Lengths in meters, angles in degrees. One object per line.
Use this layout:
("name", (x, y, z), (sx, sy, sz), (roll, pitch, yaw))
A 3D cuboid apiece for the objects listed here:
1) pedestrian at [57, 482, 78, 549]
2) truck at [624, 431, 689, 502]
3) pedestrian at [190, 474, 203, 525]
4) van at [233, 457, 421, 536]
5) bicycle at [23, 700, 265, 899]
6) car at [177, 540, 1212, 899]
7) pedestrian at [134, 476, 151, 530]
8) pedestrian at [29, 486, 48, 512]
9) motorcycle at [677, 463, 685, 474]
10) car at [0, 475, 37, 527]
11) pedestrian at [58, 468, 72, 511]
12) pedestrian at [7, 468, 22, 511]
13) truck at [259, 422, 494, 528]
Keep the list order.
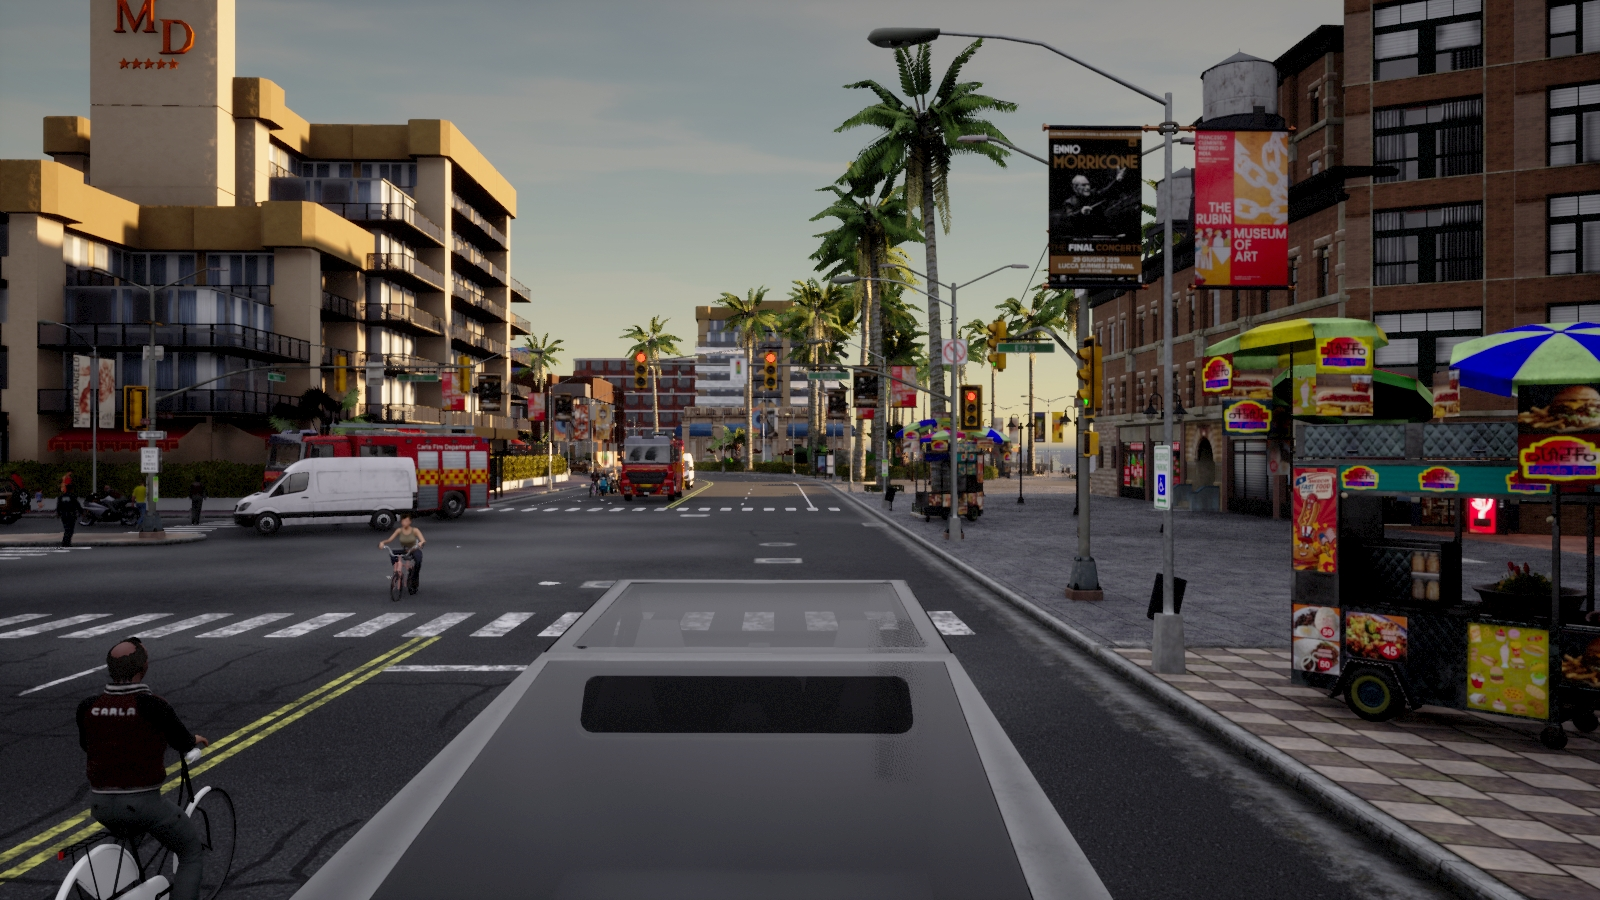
("pedestrian", (-20.749, 1.849, 32.369), (0.375, 1.860, 0.375), (0, 0, -10))
("truck", (-8.113, 0.890, 65.657), (2.891, 3.827, 8.468), (0, 0, -1))
("pedestrian", (-22.577, 1.848, 42.737), (0.375, 1.860, 0.375), (0, 0, -18))
("van", (-16.445, 1.534, 39.816), (5.915, 2.561, 1.988), (0, 0, -27))
("bicycle", (-3.625, 2.210, 6.485), (0.329, 1.171, 1.835), (0, 0, 0))
("car", (-0.214, 1.754, 5.773), (2.390, 2.098, 6.274), (0, 0, 1))
("pedestrian", (-22.963, 1.848, 39.901), (0.375, 1.860, 0.375), (0, 0, -3))
("pedestrian", (-32.193, 2.077, 48.297), (0.500, 1.100, 0.500), (0, 0, -1))
("motorcycle", (-14.189, 2.182, 136.549), (0.856, 1.236, 1.805), (0, 0, -1))
("car", (-31.074, 1.864, 42.073), (4.605, 1.855, 1.932), (0, 0, -2))
("pedestrian", (-31.597, 1.696, 49.136), (0.375, 1.860, 0.375), (0, 0, -2))
("pedestrian", (-33.872, 1.696, 49.259), (0.375, 1.860, 0.375), (0, 0, 5))
("truck", (-16.585, 0.890, 45.386), (2.891, 3.827, 8.468), (0, 0, 40))
